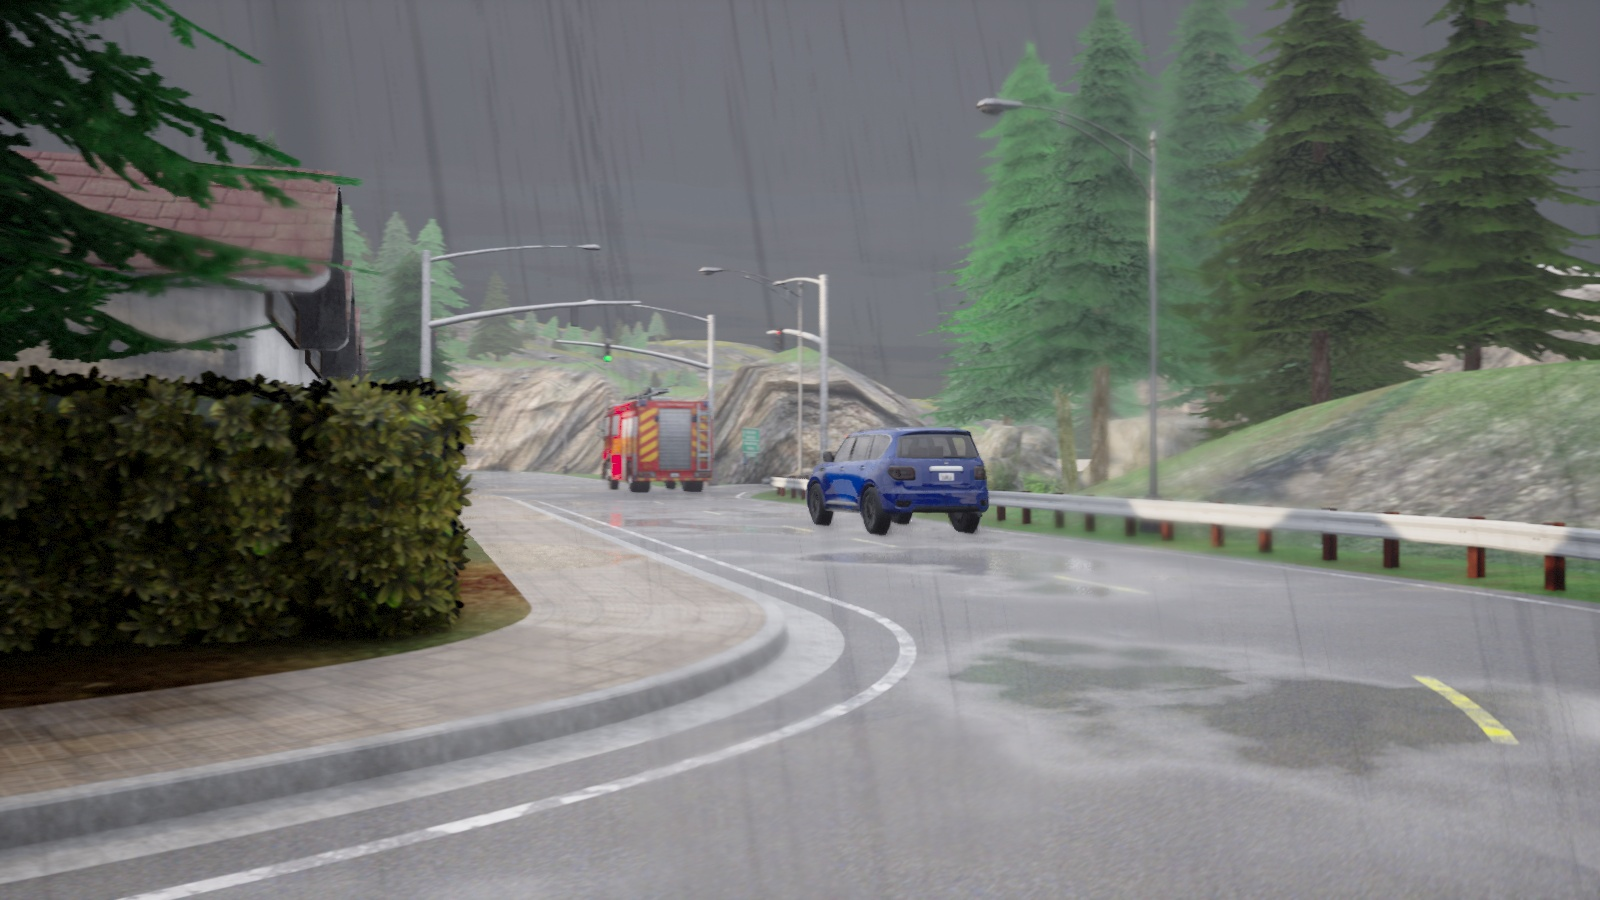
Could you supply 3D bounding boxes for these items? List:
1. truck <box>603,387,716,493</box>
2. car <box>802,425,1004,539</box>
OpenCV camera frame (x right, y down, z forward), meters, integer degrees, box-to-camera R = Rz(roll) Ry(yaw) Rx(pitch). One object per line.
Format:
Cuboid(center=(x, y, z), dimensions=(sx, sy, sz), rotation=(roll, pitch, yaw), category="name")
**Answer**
Cuboid(center=(-5.754, -0.299, 50.016), dimensions=(2.891, 3.827, 8.468), rotation=(0, -1, -17), category="truck")
Cuboid(center=(1.901, 0.582, 25.552), dimensions=(2.150, 2.045, 5.566), rotation=(0, 0, -18), category="car")
